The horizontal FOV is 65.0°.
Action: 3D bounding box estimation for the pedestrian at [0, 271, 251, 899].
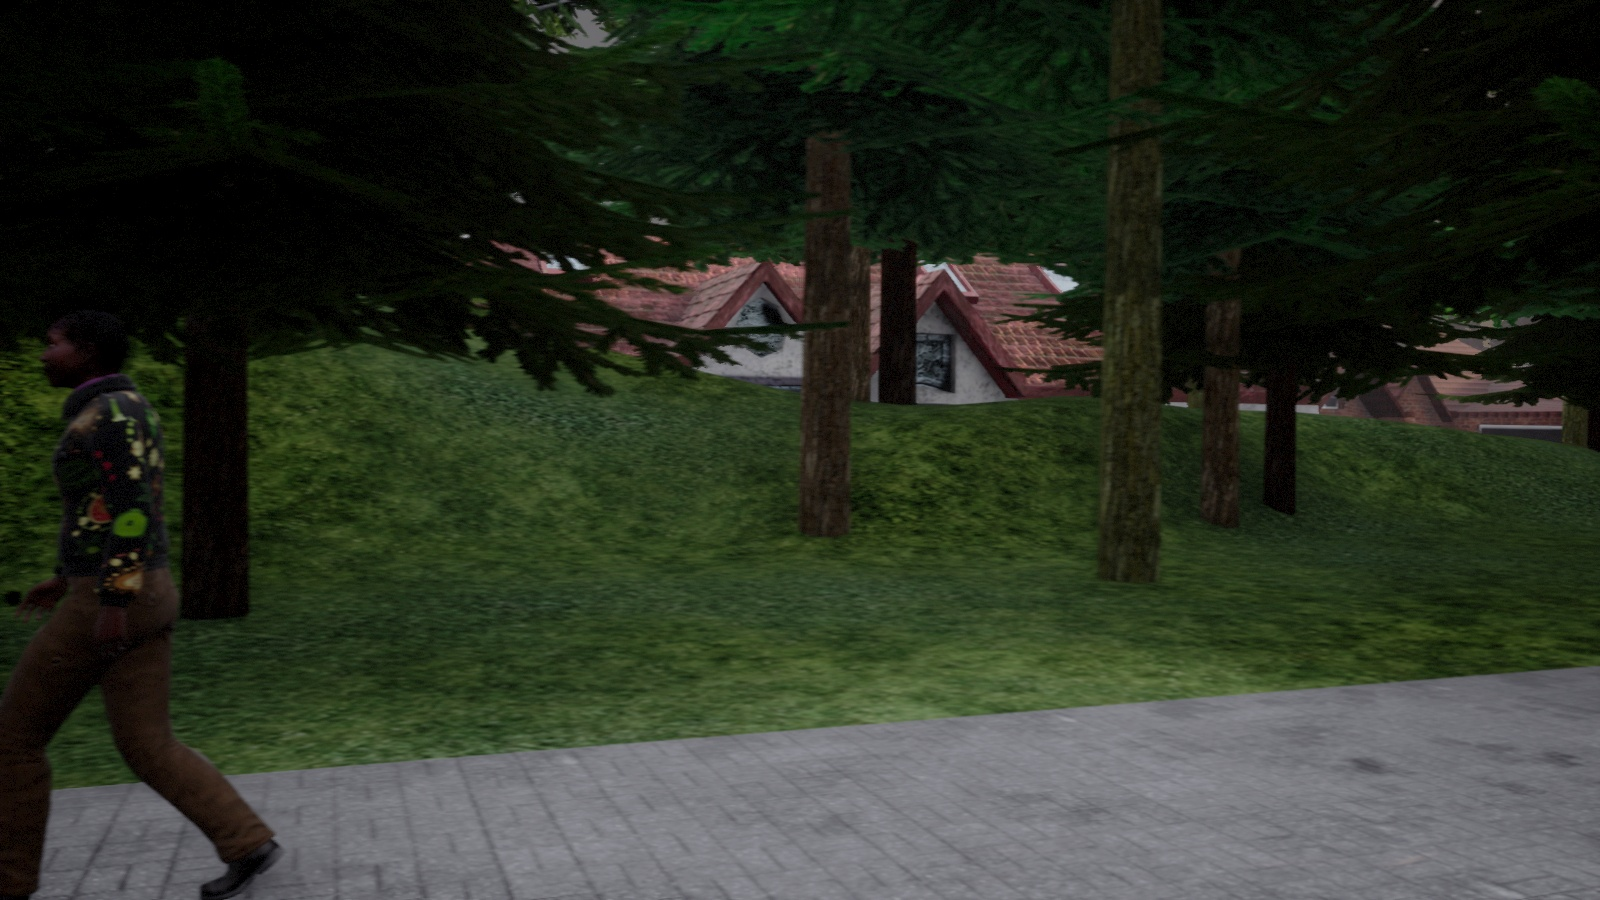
[{"bbox_3d":[-2.038,0.470,3.682,0.692,1.930,0.395,-1,1,-13],"label":"pedestrian"}]
